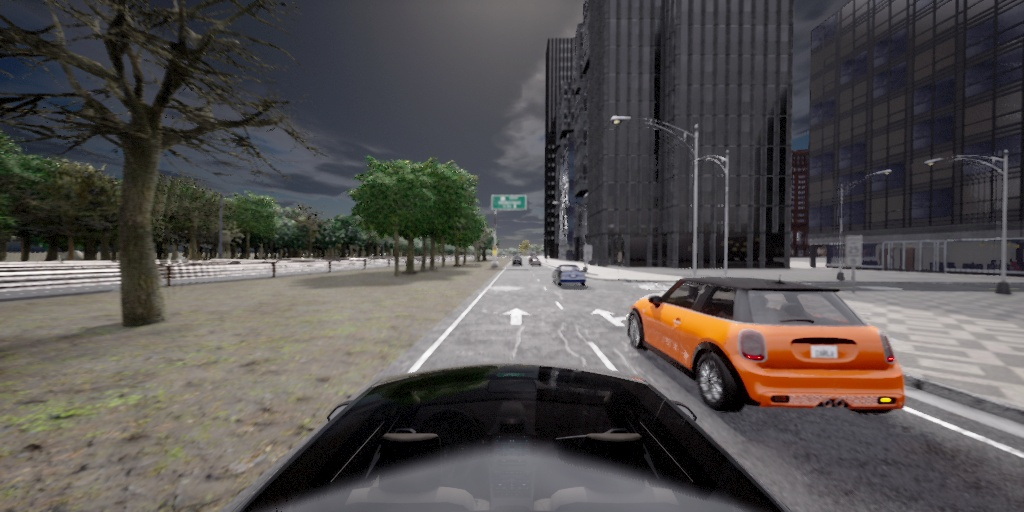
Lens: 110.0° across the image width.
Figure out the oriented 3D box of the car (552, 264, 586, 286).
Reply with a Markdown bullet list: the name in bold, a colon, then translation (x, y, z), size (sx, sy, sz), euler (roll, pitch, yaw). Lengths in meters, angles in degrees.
- **car**: translation (3.917, 1.284, 25.229), size (2.033, 1.411, 5.357), euler (0, 0, 1)

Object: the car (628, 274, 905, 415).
- **car**: translation (3.643, 1.130, 6.278), size (2.097, 1.767, 4.553), euler (1, 0, 1)
